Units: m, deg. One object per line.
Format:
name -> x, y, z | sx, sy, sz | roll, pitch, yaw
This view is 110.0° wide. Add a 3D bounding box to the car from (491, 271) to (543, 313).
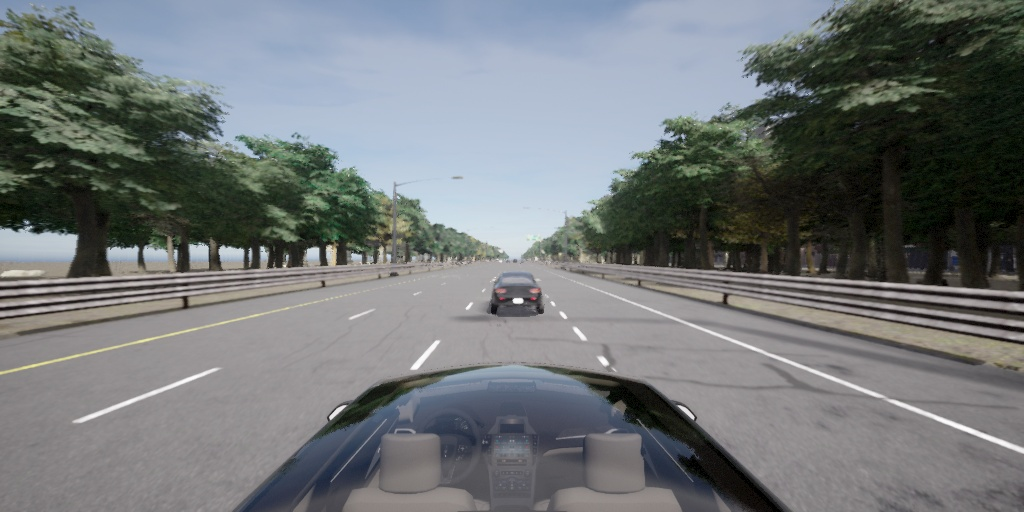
car -> 0.167, 1.309, 14.071 | 1.812, 1.442, 4.674 | 0, 0, -1
